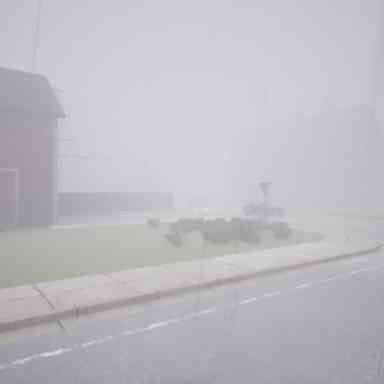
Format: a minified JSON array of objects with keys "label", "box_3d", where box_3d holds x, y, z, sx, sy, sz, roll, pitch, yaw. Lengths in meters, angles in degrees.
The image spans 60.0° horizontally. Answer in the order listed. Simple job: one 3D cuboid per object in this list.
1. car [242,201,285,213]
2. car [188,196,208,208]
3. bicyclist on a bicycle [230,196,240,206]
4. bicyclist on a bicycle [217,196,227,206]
[{"label":"car","box_3d":[6.350,1.496,29.789,1.895,1.301,4.718,0,0,-19]},{"label":"car","box_3d":[0.828,1.331,47.662,2.097,1.767,4.553,0,0,-13]},{"label":"bicyclist on a bicycle","box_3d":[6.865,1.420,52.946,1.656,1.620,0.582,0,0,-11]},{"label":"bicyclist on a bicycle","box_3d":[4.830,1.427,52.954,1.656,1.620,0.582,0,0,-10]}]
